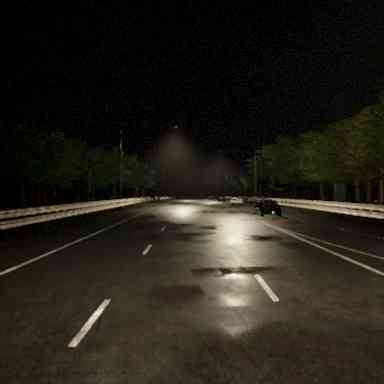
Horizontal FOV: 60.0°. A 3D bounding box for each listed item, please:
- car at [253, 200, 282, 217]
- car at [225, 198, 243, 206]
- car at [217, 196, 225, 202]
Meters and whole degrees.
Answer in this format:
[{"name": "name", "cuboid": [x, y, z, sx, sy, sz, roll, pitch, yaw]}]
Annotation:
[{"name": "car", "cuboid": [7.017, 1.518, 31.276, 1.837, 1.490, 4.892, 0, 0, 0]}, {"name": "car", "cuboid": [7.027, 1.642, 54.138, 1.895, 1.301, 4.718, 0, 0, 0]}, {"name": "car", "cuboid": [7.139, 1.759, 81.549, 2.128, 1.511, 4.902, 0, -1, 0]}]
